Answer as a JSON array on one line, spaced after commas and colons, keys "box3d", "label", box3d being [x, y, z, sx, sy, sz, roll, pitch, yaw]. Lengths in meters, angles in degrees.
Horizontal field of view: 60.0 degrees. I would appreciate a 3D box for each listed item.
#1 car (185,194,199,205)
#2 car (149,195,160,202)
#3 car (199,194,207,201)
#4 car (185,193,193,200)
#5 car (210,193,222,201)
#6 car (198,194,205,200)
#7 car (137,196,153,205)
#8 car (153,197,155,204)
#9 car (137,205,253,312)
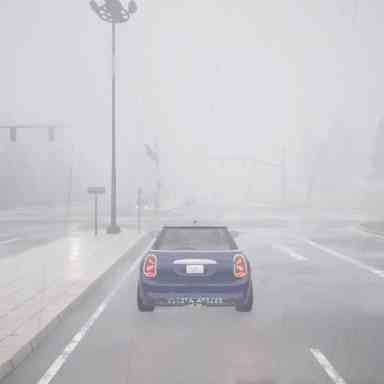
[{"box3d": [-0.176, 1.526, 54.699, 1.812, 1.442, 4.674, 0, 0, -1], "label": "car"}, {"box3d": [-8.535, 1.540, 76.687, 2.033, 1.411, 5.357, 0, 0, -1], "label": "car"}, {"box3d": [2.828, 1.513, 85.262, 1.812, 1.442, 4.674, 0, 0, -1], "label": "car"}, {"box3d": [-0.840, 1.189, 95.559, 2.150, 2.045, 5.566, 0, 0, -1], "label": "car"}, {"box3d": [6.333, 1.215, 84.992, 2.150, 2.045, 5.566, 0, 0, -1], "label": "car"}, {"box3d": [2.660, 1.442, 95.586, 1.882, 1.535, 5.008, 0, 0, -1], "label": "car"}, {"box3d": [-8.299, 1.505, 57.040, 1.837, 1.490, 4.892, 0, 0, -1], "label": "car"}, {"box3d": [-8.389, 1.505, 66.249, 1.837, 1.490, 4.892, 0, 0, 0], "label": "car"}, {"box3d": [0.069, 1.352, 7.880, 2.097, 1.767, 4.553, 0, 0, 0], "label": "car"}]
